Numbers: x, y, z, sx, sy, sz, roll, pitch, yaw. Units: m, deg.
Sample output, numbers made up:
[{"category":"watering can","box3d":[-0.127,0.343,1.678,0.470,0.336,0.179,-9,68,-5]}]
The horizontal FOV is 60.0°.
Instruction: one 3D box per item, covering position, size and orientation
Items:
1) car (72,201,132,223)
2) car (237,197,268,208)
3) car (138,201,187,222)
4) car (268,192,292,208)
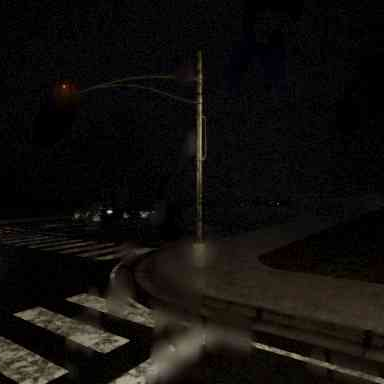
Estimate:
[{"category":"car","box3d":[-6.681,1.449,25.209,1.837,1.490,4.892,0,0,35]},{"category":"car","box3d":[8.297,1.413,46.636,2.033,1.411,5.357,0,0,35]},{"category":"car","box3d":[-2.165,1.448,26.007,1.812,1.442,4.674,0,0,35]},{"category":"car","box3d":[12.086,1.074,46.363,2.150,2.045,5.566,0,0,35]}]
